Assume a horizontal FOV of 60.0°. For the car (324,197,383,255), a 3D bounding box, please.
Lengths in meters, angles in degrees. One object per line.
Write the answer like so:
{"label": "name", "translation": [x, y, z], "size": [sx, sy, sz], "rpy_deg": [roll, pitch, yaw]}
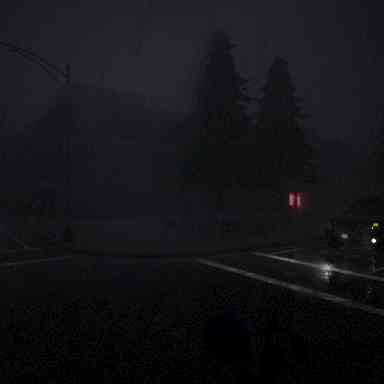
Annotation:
{"label": "car", "translation": [7.762, 1.248, 13.710], "size": [5.566, 2.045, 2.150], "rpy_deg": [0, 0, -36]}
